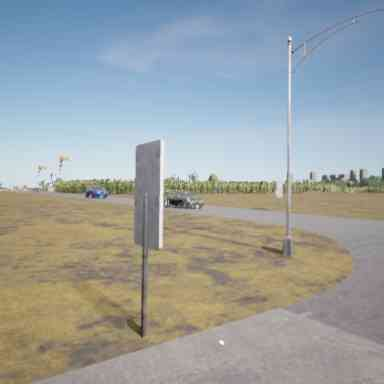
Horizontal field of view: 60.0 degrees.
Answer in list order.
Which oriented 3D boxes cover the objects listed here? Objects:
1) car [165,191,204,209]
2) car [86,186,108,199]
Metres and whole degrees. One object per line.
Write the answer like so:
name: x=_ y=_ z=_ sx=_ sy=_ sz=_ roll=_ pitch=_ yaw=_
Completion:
car: x=-0.745 y=0.725 z=33.027 sx=2.097 sy=1.767 sz=4.553 roll=1 pitch=0 yaw=-35
car: x=-15.618 y=0.029 z=54.391 sx=2.150 sy=2.045 sz=5.566 roll=2 pitch=0 yaw=-35
